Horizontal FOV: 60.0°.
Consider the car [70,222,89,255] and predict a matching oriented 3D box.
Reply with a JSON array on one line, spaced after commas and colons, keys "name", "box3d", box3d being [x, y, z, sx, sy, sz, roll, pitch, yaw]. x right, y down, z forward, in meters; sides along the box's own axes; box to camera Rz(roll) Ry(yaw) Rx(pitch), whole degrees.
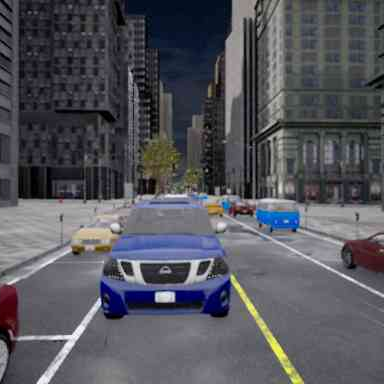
[{"name": "car", "box3d": [-3.434, 1.505, 13.254, 1.752, 1.417, 4.829, 0, 0, -2]}]

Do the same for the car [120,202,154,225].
[{"name": "car", "box3d": [-3.924, 1.507, 24.463, 1.887, 1.381, 4.507, 0, 0, -2]}]

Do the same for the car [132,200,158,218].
[{"name": "car", "box3d": [-4.166, 1.499, 29.984, 1.887, 1.381, 4.507, 0, 0, -2]}]

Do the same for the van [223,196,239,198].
[{"name": "van", "box3d": [4.143, 1.285, 35.857, 1.690, 1.788, 3.998, 0, 0, -2]}]

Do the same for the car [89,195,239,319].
[{"name": "car", "box3d": [-0.519, 1.209, 7.720, 2.150, 2.045, 5.566, 0, 0, -2]}]

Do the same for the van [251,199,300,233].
[{"name": "van", "box3d": [4.861, 1.309, 19.298, 1.690, 1.788, 3.998, 0, 0, -2]}]

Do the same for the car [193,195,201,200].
[{"name": "car", "box3d": [1.537, 1.450, 95.437, 2.008, 1.369, 4.403, 0, 0, -2]}]

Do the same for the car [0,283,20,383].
[{"name": "car", "box3d": [-2.959, 1.542, 2.383, 1.887, 1.381, 4.507, 0, 0, -2]}]

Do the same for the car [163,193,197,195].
[{"name": "car", "box3d": [-1.058, 1.187, 22.446, 2.150, 2.045, 5.566, 0, 0, -2]}]

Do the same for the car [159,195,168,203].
[{"name": "car", "box3d": [-5.803, 1.441, 67.871, 1.752, 1.417, 4.829, 0, 0, -2]}]

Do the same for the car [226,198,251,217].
[{"name": "car", "box3d": [4.382, 1.496, 30.337, 1.887, 1.381, 4.507, 0, 0, -2]}]

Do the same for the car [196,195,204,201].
[{"name": "car", "box3d": [2.008, 1.447, 84.621, 1.887, 1.381, 4.507, 0, 0, -2]}]

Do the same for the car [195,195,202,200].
[{"name": "car", "box3d": [1.772, 1.483, 90.030, 1.802, 1.307, 4.206, 0, 0, -2]}]

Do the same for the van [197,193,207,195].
[{"name": "van", "box3d": [2.479, 1.249, 73.805, 1.690, 1.788, 3.998, 0, 0, -2]}]

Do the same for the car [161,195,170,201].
[{"name": "car", "box3d": [-6.264, 1.453, 78.612, 1.887, 1.381, 4.507, 0, 0, -2]}]

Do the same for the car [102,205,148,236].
[{"name": "car", "box3d": [-3.683, 1.516, 18.943, 1.887, 1.381, 4.507, 0, 0, -2]}]

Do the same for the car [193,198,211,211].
[{"name": "car", "box3d": [1.196, 1.503, 40.998, 1.994, 1.385, 4.181, 0, 0, -2]}]

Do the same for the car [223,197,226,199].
[{"name": "car", "box3d": [1.670, 1.430, 30.587, 1.882, 1.535, 5.008, 0, 0, -2]}]

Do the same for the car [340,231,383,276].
[{"name": "car", "box3d": [5.339, 1.567, 8.258, 1.802, 1.307, 4.206, 0, 0, -2]}]

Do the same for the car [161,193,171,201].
[{"name": "car", "box3d": [-6.493, 1.221, 83.896, 2.192, 1.841, 5.009, 0, 0, -2]}]

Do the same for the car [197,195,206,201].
[{"name": "car", "box3d": [2.243, 1.471, 79.213, 1.947, 1.339, 4.313, 0, 0, -2]}]
